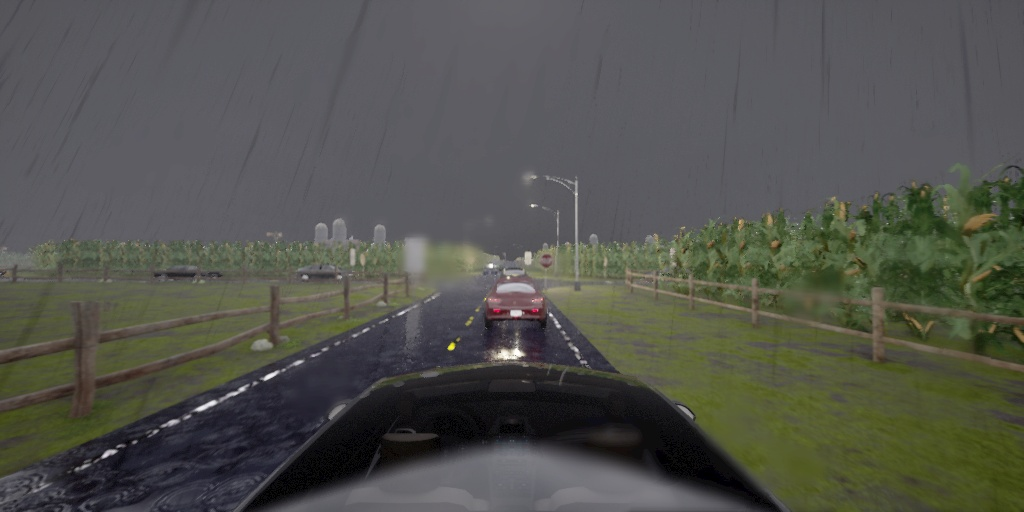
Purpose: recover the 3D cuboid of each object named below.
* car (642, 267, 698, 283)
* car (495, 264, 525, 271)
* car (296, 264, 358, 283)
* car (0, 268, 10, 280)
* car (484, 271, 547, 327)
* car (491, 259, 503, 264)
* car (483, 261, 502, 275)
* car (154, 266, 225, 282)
[{"bbox_3d":[14.497,1.711,33.031,4.892,1.490,1.837,0,-1,1],"label":"car"},{"bbox_3d":[0.126,1.479,22.234,1.837,1.490,4.892,0,-1,0],"label":"car"},{"bbox_3d":[-15.624,1.467,30.427,4.892,1.490,1.837,0,-1,1],"label":"car"},{"bbox_3d":[-46.446,1.288,30.829,5.008,1.535,1.882,0,-1,1],"label":"car"},{"bbox_3d":[0.112,1.388,11.888,1.812,1.442,4.674,0,-1,0],"label":"car"},{"bbox_3d":[-2.733,1.583,60.619,2.150,2.045,5.566,0,1,0],"label":"car"},{"bbox_3d":[-2.774,1.787,47.856,2.033,1.411,5.357,0,-1,0],"label":"car"},{"bbox_3d":[-27.410,1.501,30.560,4.718,1.301,1.895,0,-1,1],"label":"car"}]
